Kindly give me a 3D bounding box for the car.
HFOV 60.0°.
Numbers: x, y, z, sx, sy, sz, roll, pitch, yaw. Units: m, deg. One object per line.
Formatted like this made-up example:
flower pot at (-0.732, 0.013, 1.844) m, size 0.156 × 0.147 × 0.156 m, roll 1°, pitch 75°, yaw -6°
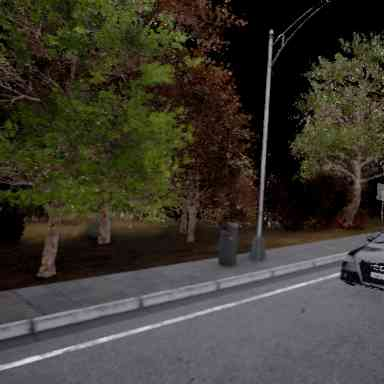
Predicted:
car at (5.525, 1.612, 8.302) m, size 4.181 × 1.385 × 1.994 m, roll 0°, pitch 0°, yaw -38°
